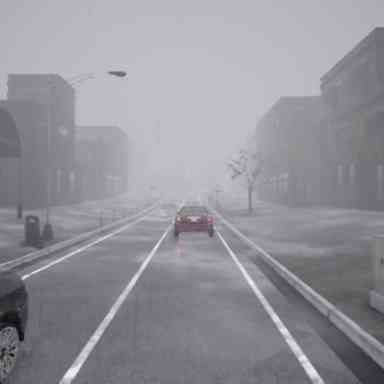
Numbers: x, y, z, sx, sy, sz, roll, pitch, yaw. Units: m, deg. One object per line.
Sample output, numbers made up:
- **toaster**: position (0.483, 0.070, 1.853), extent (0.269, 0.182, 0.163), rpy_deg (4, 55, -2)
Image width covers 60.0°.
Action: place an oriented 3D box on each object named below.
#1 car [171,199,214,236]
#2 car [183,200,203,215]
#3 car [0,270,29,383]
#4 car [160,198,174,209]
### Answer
- **car**: position (0.096, 1.474, 19.242), extent (2.097, 1.767, 4.553), rpy_deg (0, 0, 0)
- **car**: position (0.085, 1.678, 37.246), extent (2.033, 1.411, 5.357), rpy_deg (0, 1, 0)
- **car**: position (-3.100, 1.497, 2.521), extent (2.128, 1.511, 4.902), rpy_deg (0, 0, 0)
- **car**: position (-3.092, 1.502, 45.212), extent (1.812, 1.442, 4.674), rpy_deg (0, 1, 0)
